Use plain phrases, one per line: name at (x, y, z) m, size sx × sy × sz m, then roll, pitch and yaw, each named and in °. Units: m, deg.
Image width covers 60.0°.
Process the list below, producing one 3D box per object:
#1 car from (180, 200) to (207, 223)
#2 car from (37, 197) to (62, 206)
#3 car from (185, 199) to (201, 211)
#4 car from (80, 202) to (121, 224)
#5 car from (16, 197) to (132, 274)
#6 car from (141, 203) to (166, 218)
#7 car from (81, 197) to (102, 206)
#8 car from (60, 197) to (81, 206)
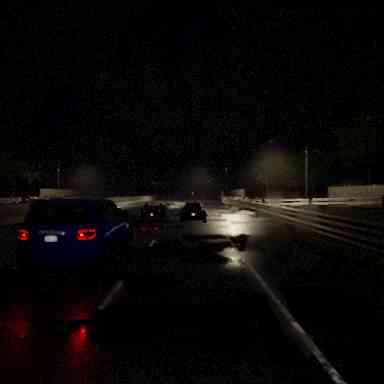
car at (0.097, 1.577, 26.020) m, size 1.994 × 1.385 × 4.181 m, roll 0°, pitch 0°, yaw 0°
car at (-24.510, 1.589, 57.352) m, size 2.128 × 1.511 × 4.902 m, roll 0°, pitch 0°, yaw 0°
car at (0.096, 1.647, 42.707) m, size 1.895 × 1.301 × 4.718 m, roll 0°, pitch 0°, yaw 0°
car at (-6.903, 1.539, 25.607) m, size 1.812 × 1.442 × 4.674 m, roll 0°, pitch 0°, yaw 0°
car at (-3.402, 1.223, 10.710) m, size 2.150 × 2.045 × 5.566 m, roll 0°, pitch 0°, yaw 0°
car at (-3.403, 1.621, 30.459) m, size 1.895 × 1.301 × 4.718 m, roll 0°, pitch 0°, yaw 0°
car at (-17.507, 1.595, 58.117) m, size 2.128 × 1.511 × 4.902 m, roll 0°, pitch 0°, yaw 0°
car at (-21.012, 1.662, 57.663) m, size 1.994 × 1.385 × 4.181 m, roll 0°, pitch 0°, yaw 0°
